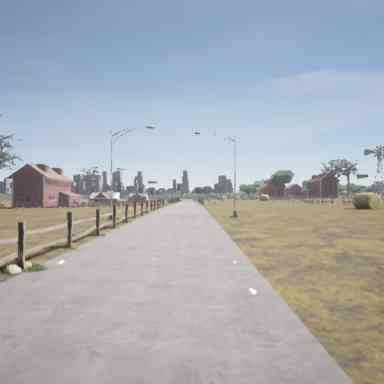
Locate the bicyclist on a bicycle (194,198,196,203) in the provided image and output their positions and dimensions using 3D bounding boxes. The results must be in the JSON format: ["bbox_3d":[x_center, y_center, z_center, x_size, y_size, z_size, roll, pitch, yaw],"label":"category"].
[{"bbox_3d":[0.766,2.334,89.946,0.582,1.620,1.656,1,-2,0],"label":"bicyclist on a bicycle"}]
